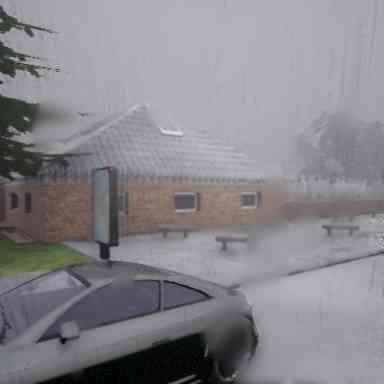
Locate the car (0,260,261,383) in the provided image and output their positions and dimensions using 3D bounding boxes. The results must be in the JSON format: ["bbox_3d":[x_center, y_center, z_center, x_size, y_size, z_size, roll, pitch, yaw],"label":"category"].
[{"bbox_3d":[-1.205,1.560,3.747,4.181,1.385,1.994,0,0,-36],"label":"car"}]
